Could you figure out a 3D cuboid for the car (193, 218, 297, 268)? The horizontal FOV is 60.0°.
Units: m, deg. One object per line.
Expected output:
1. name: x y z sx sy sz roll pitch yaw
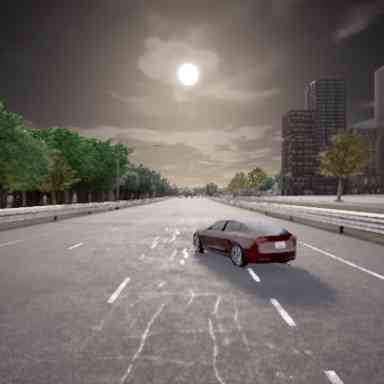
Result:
1. car: 1.712 1.656 12.124 2.163 1.488 4.792 0 -1 -24
